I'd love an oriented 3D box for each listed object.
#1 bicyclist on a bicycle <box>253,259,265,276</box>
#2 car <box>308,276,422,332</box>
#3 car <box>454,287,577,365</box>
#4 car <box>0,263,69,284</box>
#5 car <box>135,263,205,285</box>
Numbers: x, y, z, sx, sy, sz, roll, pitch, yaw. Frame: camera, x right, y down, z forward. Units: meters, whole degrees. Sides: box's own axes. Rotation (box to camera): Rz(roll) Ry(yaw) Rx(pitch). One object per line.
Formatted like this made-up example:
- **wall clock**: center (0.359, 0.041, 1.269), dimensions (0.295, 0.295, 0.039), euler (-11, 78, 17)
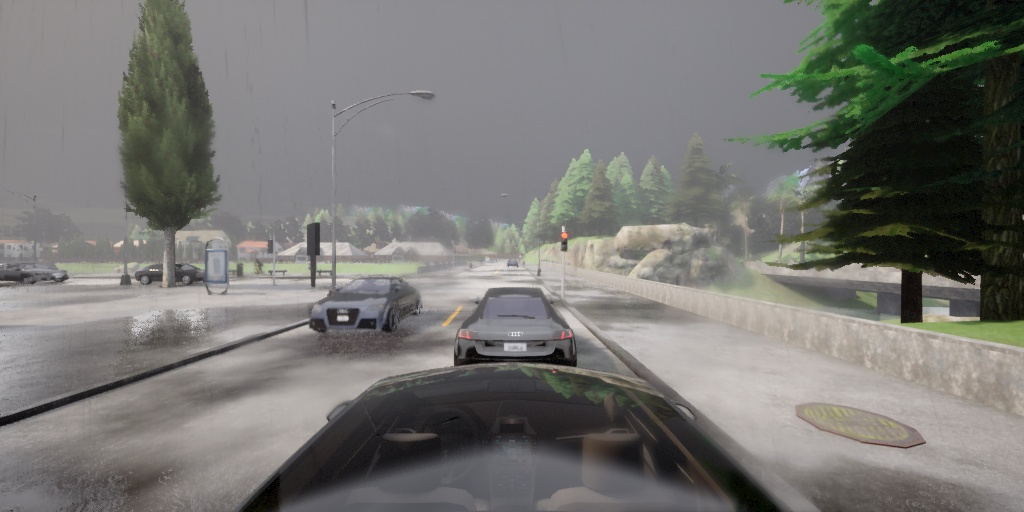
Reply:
- **bicyclist on a bicycle**: center (-24.099, 1.099, 34.120), dimensions (0.582, 1.620, 1.656), euler (0, 0, 0)
- **car**: center (-4.081, 1.314, 10.651), dimensions (1.994, 1.385, 4.181), euler (0, 0, 0)
- **car**: center (0.064, 1.314, 7.295), dimensions (1.994, 1.385, 4.181), euler (0, 0, 0)
- **car**: center (-34.964, 1.242, 25.726), dimensions (4.902, 1.511, 2.128), euler (0, 0, 0)
- **car**: center (-24.023, 1.255, 25.722), dimensions (4.892, 1.490, 1.837), euler (0, 0, 0)
